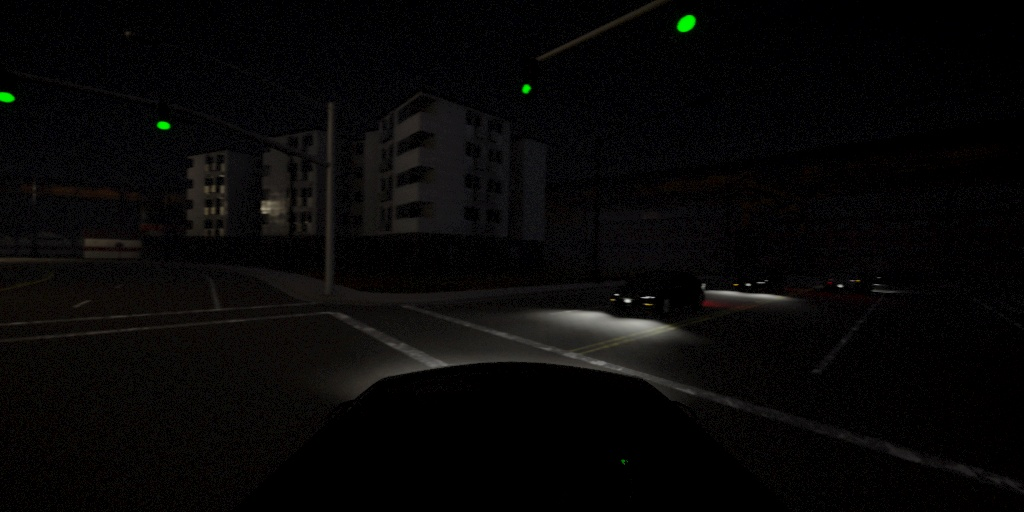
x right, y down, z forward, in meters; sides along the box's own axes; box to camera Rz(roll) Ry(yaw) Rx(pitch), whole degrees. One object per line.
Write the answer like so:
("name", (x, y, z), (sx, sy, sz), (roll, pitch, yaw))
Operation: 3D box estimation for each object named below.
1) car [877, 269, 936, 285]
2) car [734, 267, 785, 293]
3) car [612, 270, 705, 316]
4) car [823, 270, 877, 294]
("car", (35.034, 1.859, 32.503), (5.357, 1.411, 2.033), (1, 0, -2))
("car", (15.870, 1.469, 22.888), (4.892, 1.490, 1.837), (0, 1, -41))
("car", (5.779, 1.315, 13.884), (4.892, 1.490, 1.837), (1, 0, -42))
("car", (21.883, 1.617, 23.299), (4.674, 1.442, 1.812), (1, 0, -38))
